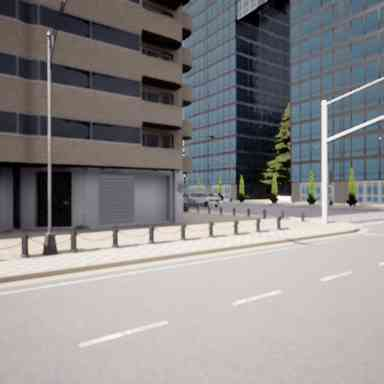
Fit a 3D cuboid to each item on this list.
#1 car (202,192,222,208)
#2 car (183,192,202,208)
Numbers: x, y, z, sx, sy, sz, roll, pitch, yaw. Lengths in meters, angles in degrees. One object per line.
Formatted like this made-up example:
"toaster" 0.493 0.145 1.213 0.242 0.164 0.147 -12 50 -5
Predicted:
"car" 1.689 1.052 44.710 2.150 2.045 5.566 0 0 -35
"car" -1.178 1.197 42.708 2.097 1.767 4.553 0 0 -35
